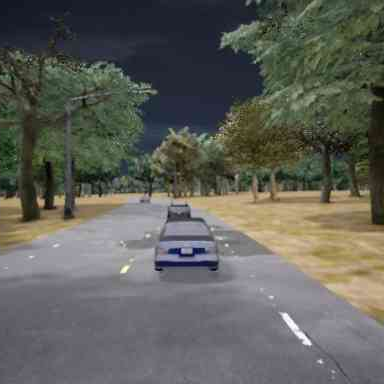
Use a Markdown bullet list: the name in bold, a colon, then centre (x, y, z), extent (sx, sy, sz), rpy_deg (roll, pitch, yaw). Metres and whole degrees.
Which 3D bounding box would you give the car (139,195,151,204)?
- **car**: centre (-8.121, 1.304, 57.549), extent (1.837, 1.490, 4.892), rpy_deg (0, 0, -8)

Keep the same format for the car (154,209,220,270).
- **car**: centre (-0.198, 1.517, 10.851), extent (2.033, 1.411, 5.357), rpy_deg (0, 0, -2)

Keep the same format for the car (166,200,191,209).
- **car**: centre (-1.132, 1.407, 28.059), extent (2.128, 1.511, 4.902), rpy_deg (0, 0, -4)
